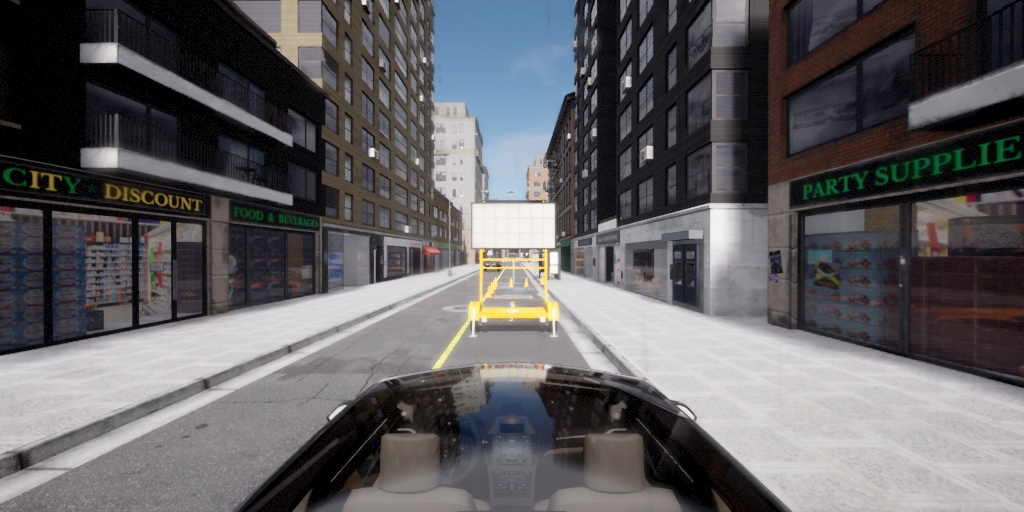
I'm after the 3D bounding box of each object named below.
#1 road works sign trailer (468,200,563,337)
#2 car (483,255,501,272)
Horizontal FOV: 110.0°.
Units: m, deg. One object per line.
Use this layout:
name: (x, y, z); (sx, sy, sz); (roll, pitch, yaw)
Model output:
road works sign trailer: (0.047, 0.213, 10.257); (2.380, 3.560, 2.880); (0, 0, 0)
car: (-2.533, 0.948, 44.804); (2.150, 2.045, 5.566); (0, 0, 0)
